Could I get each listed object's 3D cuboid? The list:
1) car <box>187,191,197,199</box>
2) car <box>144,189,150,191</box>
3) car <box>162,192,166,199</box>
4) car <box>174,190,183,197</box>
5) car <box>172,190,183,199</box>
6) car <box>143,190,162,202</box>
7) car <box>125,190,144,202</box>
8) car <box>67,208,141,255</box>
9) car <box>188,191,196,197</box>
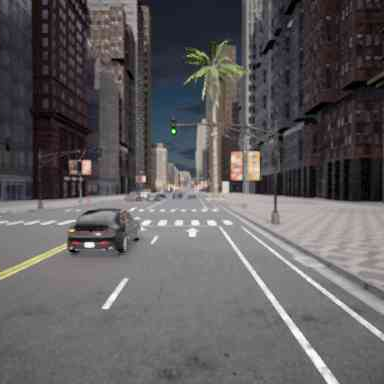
[{"bbox_3d":[0.016,0.747,71.231,2.033,1.411,5.357,0,1,0],"label":"car"},{"bbox_3d":[-9.734,0.444,70.753,2.150,2.045,5.566,0,1,0],"label":"car"},{"bbox_3d":[-6.484,0.758,70.857,2.033,1.411,5.357,0,1,0],"label":"car"},{"bbox_3d":[-3.232,0.307,81.620,2.097,1.767,4.553,0,1,0],"label":"car"},{"bbox_3d":[-3.234,0.728,71.649,1.812,1.442,4.674,0,1,0],"label":"car"},{"bbox_3d":[-6.531,0.896,55.629,1.812,1.442,4.674,0,1,1],"label":"car"},{"bbox_3d":[-9.781,0.723,55.529,2.097,1.767,4.553,0,1,1],"label":"car"},{"bbox_3d":[-3.146,1.353,12.629,1.837,1.490,4.892,0,1,0],"label":"car"},{"bbox_3d":[0.018,0.429,81.651,1.882,1.535,5.008,0,1,0],"label":"car"}]
